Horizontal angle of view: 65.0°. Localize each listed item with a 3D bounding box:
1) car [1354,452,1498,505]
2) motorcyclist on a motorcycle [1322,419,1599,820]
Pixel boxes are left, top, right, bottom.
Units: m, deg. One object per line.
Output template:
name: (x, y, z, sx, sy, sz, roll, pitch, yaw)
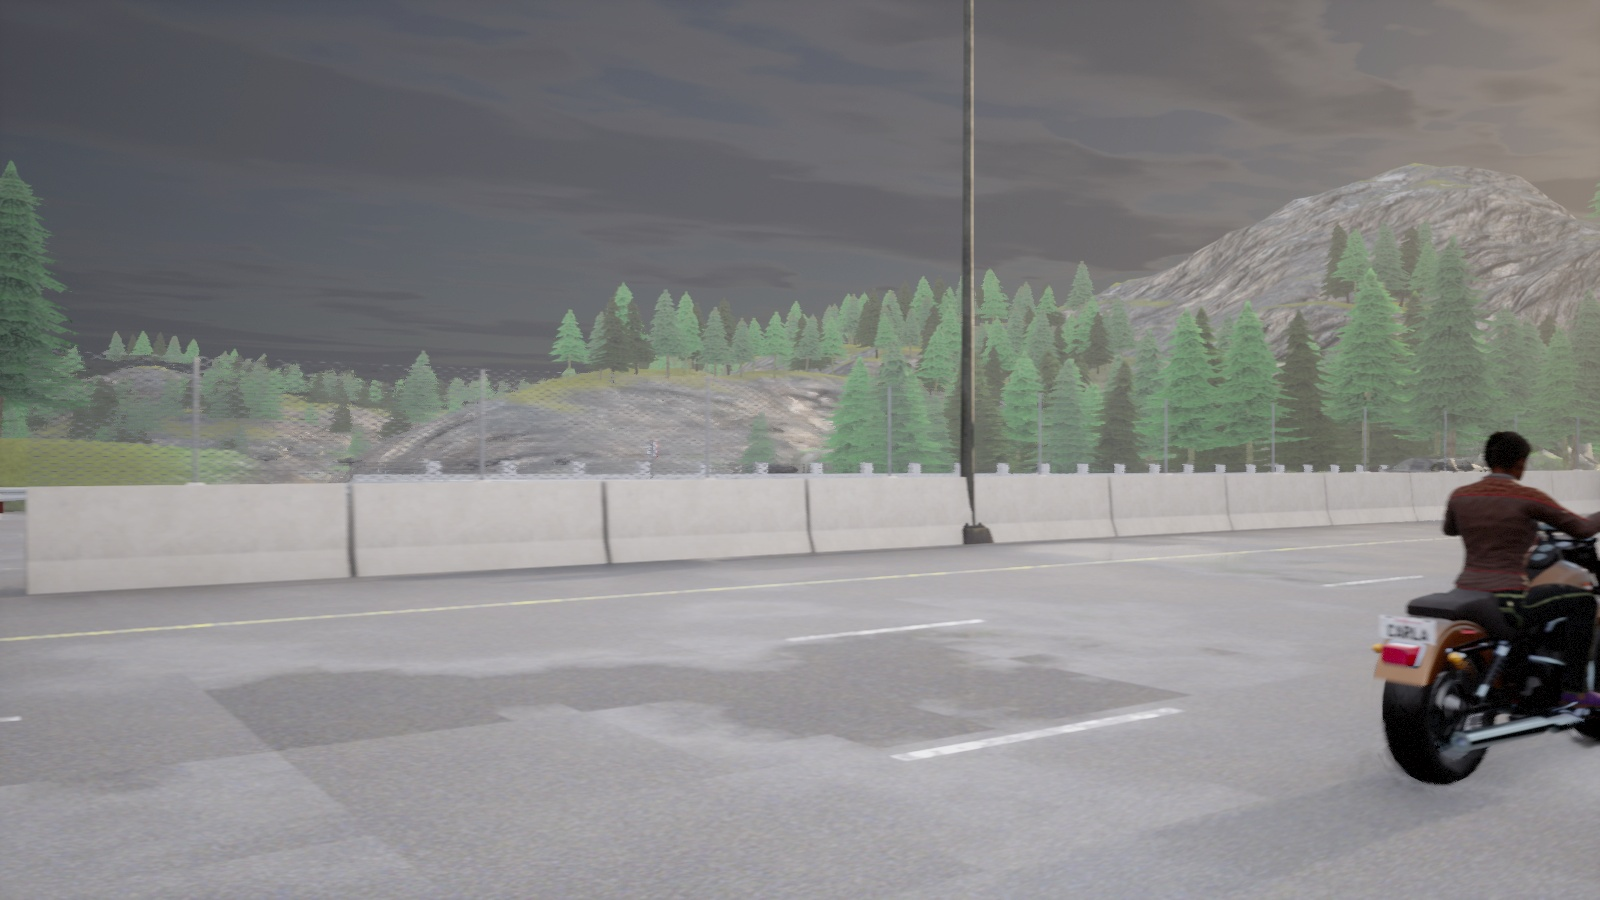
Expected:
car: (19.097, 0.841, 38.278, 4.514, 1.525, 2.007, 1, -1, -35)
motorcyclist on a motorcycle: (3.595, 0.702, 6.162, 2.350, 1.649, 0.766, 0, 0, -35)
